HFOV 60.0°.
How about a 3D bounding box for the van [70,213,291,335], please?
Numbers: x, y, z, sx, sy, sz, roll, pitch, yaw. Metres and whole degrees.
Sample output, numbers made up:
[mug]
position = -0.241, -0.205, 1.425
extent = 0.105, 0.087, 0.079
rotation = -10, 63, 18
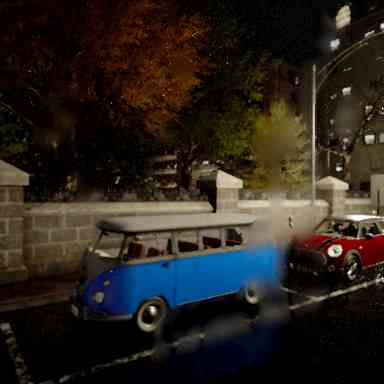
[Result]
[van]
position = -0.130, 1.341, 6.441
extent = 3.998, 1.788, 1.690
rotation = 0, 1, -35

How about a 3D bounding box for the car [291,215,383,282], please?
[car]
position = 4.449, 1.438, 9.689
extent = 4.097, 1.590, 1.967
rotation = 0, 1, -35
